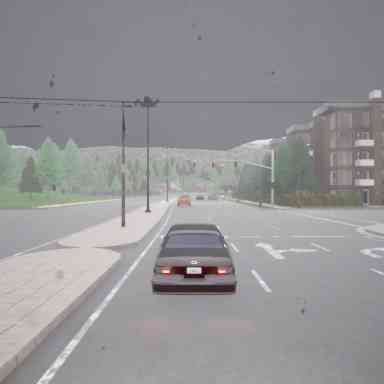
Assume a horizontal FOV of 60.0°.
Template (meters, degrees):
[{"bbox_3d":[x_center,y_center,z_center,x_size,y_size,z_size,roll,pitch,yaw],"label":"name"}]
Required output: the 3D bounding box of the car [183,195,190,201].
[{"bbox_3d":[-1.429,1.523,85.436,1.812,1.442,4.674,0,0,0],"label":"car"}]

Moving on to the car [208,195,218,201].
[{"bbox_3d":[5.571,1.539,85.475,2.033,1.411,5.357,0,0,0],"label":"car"}]

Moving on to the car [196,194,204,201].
[{"bbox_3d":[2.071,1.477,85.471,1.882,1.535,5.008,0,0,0],"label":"car"}]

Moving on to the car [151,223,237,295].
[{"bbox_3d":[0.052,1.547,8.865,2.033,1.411,5.357,0,0,0],"label":"car"}]

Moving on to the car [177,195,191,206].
[{"bbox_3d":[-1.298,1.352,54.611,2.097,1.767,4.553,0,0,-1],"label":"car"}]
